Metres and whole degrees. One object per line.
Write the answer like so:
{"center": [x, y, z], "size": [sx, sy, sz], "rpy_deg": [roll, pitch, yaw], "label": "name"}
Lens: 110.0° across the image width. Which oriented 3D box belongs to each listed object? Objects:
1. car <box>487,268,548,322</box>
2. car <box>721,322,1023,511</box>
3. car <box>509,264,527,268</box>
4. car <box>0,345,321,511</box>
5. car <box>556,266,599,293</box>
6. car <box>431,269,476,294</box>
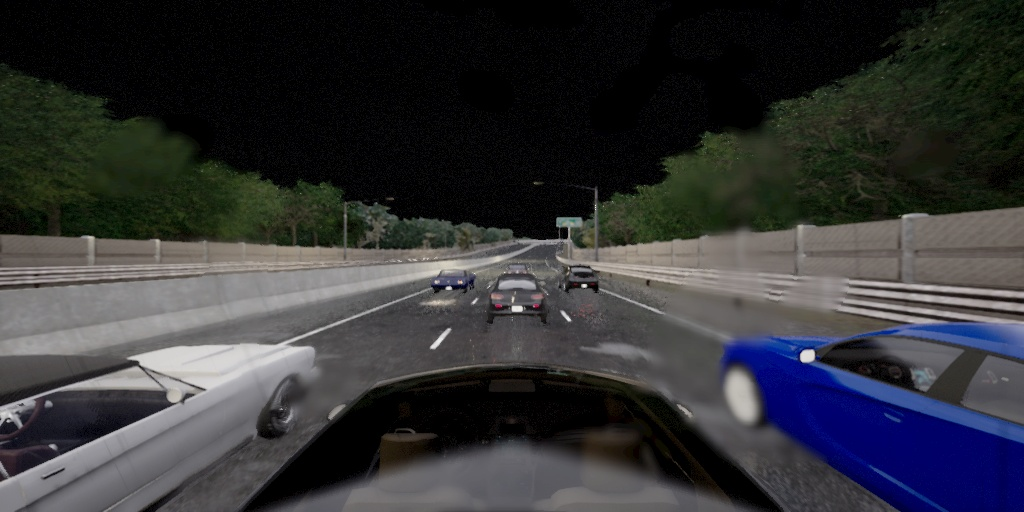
{"center": [0.167, 1.294, 12.186], "size": [1.812, 1.442, 4.674], "rpy_deg": [0, 0, 1], "label": "car"}
{"center": [3.612, 1.231, 2.601], "size": [1.882, 1.535, 5.008], "rpy_deg": [0, 0, 0], "label": "car"}
{"center": [0.482, 1.347, 30.564], "size": [2.033, 1.411, 5.357], "rpy_deg": [0, 0, 2], "label": "car"}
{"center": [-3.391, 1.351, 2.470], "size": [1.895, 1.301, 4.718], "rpy_deg": [0, 0, 0], "label": "car"}
{"center": [3.785, 1.291, 20.991], "size": [1.837, 1.490, 4.892], "rpy_deg": [0, 0, 1], "label": "car"}
{"center": [-3.223, 1.382, 20.745], "size": [1.895, 1.301, 4.718], "rpy_deg": [0, 0, 1], "label": "car"}
